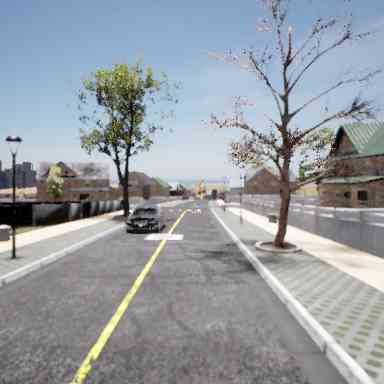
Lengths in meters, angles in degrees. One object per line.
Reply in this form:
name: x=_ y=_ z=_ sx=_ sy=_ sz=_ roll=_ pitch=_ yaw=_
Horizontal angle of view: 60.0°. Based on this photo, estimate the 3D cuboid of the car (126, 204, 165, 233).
car: x=-2.687 y=1.544 z=20.034 sx=1.837 sy=1.490 sz=4.892 roll=0 pitch=0 yaw=1
